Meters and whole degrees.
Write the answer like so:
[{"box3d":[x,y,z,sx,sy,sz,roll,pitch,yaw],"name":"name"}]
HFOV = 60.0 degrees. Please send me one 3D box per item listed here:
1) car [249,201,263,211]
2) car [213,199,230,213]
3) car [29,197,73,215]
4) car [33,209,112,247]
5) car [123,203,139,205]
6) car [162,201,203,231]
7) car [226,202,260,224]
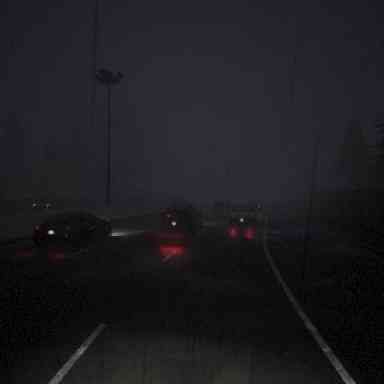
[{"box3d":[7.883,1.729,41.820,1.895,1.301,4.718,0,0,13],"name":"car"},{"box3d":[3.688,1.591,39.308,1.882,1.535,5.008,0,0,13],"name":"car"},{"box3d":[-15.238,1.423,36.229,2.097,1.767,4.553,0,0,14],"name":"car"},{"box3d":[-5.306,1.596,15.305,1.994,1.385,4.181,0,0,9],"name":"car"},{"box3d":[-8.454,1.667,49.488,2.033,1.411,5.357,0,0,14],"name":"car"},{"box3d":[-0.504,1.562,21.416,1.837,1.490,4.892,0,0,12],"name":"car"},{"box3d":[3.986,1.677,25.406,1.895,1.301,4.718,0,0,13],"name":"car"}]
